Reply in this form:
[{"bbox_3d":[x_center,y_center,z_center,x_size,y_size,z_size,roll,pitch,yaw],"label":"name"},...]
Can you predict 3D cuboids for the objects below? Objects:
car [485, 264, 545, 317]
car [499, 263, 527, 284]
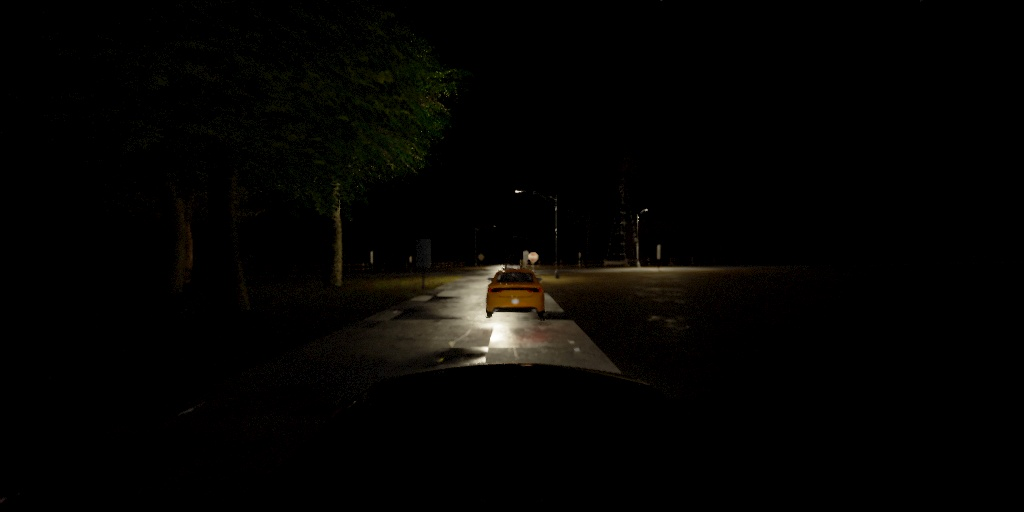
[{"bbox_3d":[0.100,1.211,13.179,1.882,1.535,5.008,0,0,0],"label":"car"},{"bbox_3d":[0.098,1.302,27.760,1.994,1.385,4.181,0,0,0],"label":"car"}]
